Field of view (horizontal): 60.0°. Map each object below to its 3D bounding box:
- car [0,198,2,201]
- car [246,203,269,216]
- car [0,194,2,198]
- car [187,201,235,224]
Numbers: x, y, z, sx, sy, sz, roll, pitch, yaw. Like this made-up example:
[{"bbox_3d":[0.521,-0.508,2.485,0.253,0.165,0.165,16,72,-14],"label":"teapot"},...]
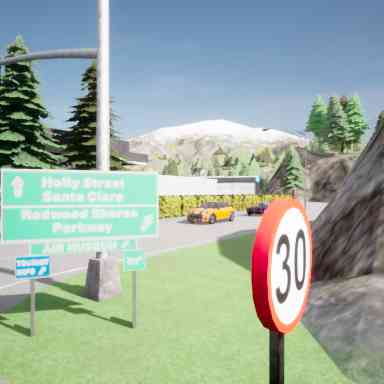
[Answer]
[{"bbox_3d":[-12.422,1.504,26.064,1.905,1.878,3.866,0,0,35],"label":"car"},{"bbox_3d":[7.468,1.792,34.853,1.895,1.301,4.718,0,0,36],"label":"car"},{"bbox_3d":[-38.665,1.489,69.982,4.514,1.523,2.007,0,0,35],"label":"car"},{"bbox_3d":[1.563,1.544,26.726,2.097,1.767,4.553,0,0,36],"label":"car"}]
